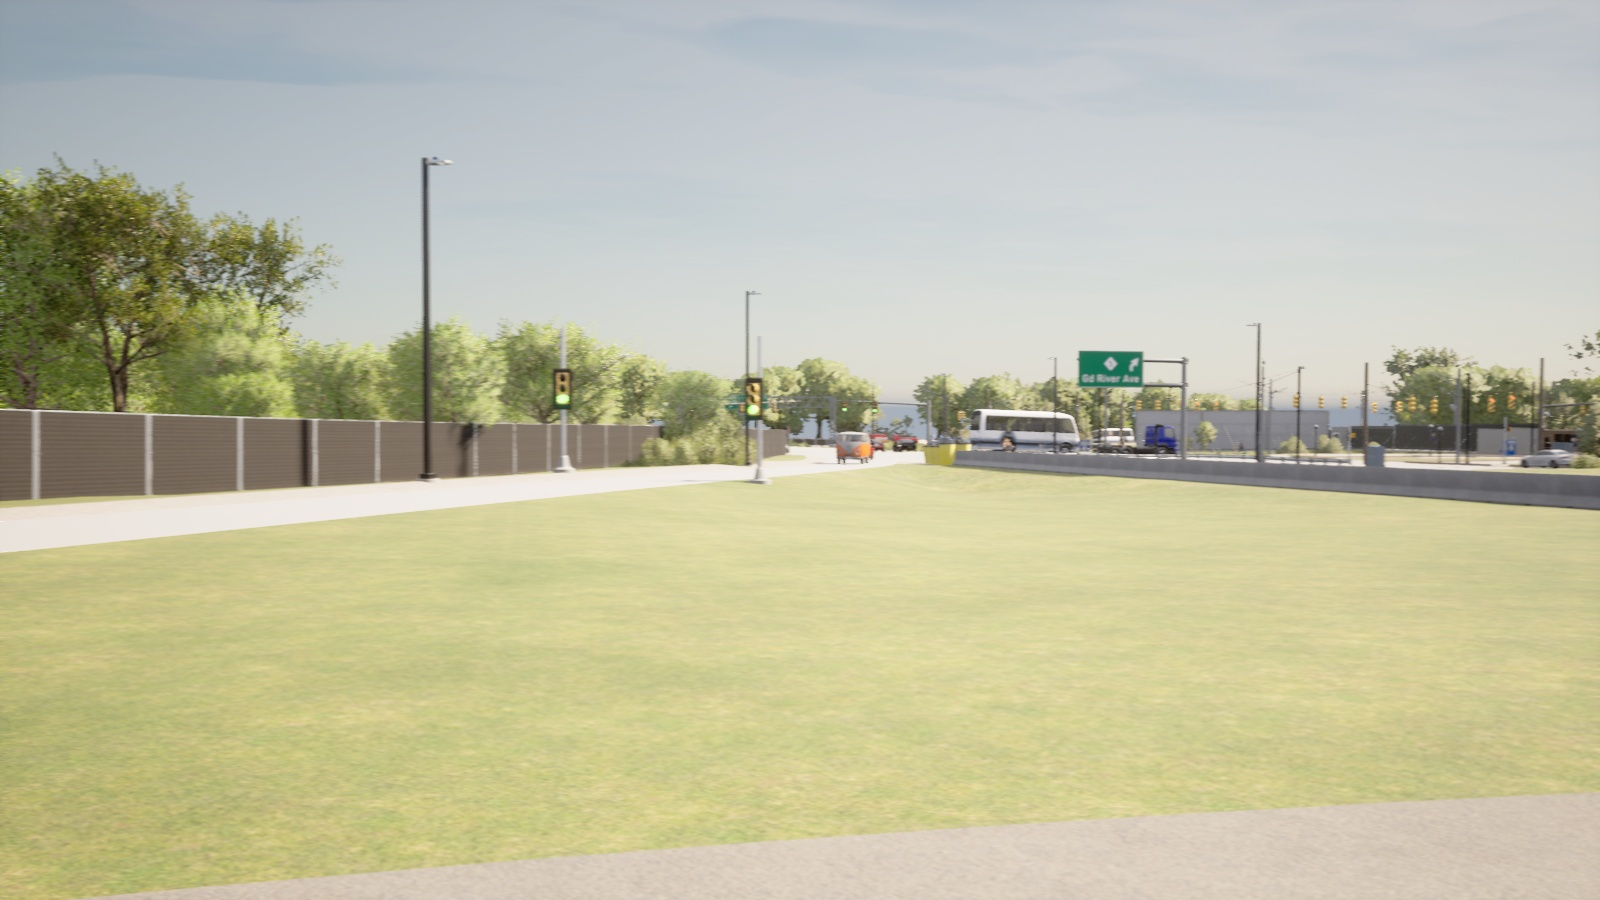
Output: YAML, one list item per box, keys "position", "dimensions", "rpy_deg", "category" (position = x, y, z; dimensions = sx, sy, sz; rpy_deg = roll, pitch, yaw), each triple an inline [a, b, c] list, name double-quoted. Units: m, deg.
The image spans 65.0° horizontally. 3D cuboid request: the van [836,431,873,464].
- position: [3.411, -0.192, 78.080]
  dimensions: [1.775, 1.987, 4.442]
  rpy_deg: [-1, 0, 9]
  category: "van"
